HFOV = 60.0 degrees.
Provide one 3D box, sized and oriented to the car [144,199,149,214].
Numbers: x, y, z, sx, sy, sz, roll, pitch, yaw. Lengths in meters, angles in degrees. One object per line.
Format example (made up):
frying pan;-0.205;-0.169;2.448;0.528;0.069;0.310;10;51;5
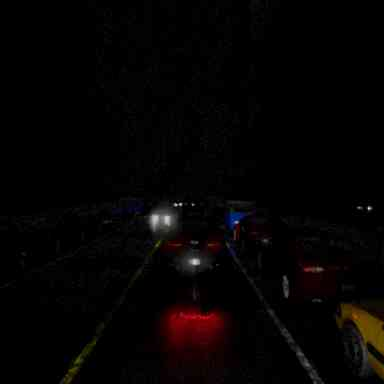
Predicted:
car;-5.761;1.697;36.121;1.802;1.307;4.206;0;0;0

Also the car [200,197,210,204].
car;2.763;1.792;69.745;1.947;1.339;4.313;0;0;0

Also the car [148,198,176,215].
car;-3.098;1.675;34.699;1.994;1.385;4.181;0;0;0

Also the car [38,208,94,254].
car;-5.760;1.588;13.714;1.887;1.381;4.507;0;0;0

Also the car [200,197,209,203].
car;2.763;1.811;75.347;1.947;1.339;4.313;0;0;0

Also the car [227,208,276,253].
car;2.765;1.589;13.723;1.887;1.381;4.507;0;0;0

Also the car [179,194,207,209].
car;0.098;1.330;33.973;2.150;2.045;5.566;0;0;0

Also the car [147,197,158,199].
car;-5.761;1.573;41.724;1.967;1.590;4.097;0;0;0

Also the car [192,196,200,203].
car;0.838;1.766;79.596;1.837;1.490;4.892;0;0;0

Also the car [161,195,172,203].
car;-5.761;1.560;75.334;2.192;1.841;5.009;0;0;0

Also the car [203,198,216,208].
car;2.764;1.715;52.938;1.887;1.381;4.507;0;0;0

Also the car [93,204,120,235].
car;-5.760;1.606;19.317;1.887;1.381;4.507;0;0;0

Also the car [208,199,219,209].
car;2.765;1.643;30.530;1.887;1.381;4.507;0;0;0

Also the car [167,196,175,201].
car;-5.763;1.831;91.968;1.752;1.417;4.829;0;0;0

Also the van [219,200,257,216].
van;2.766;1.403;19.326;1.690;1.788;3.998;0;0;0

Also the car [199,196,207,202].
car;2.763;1.726;86.551;1.967;1.590;4.097;0;0;0

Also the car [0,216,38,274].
car;-5.759;1.466;8.113;1.967;1.590;4.097;0;0;0

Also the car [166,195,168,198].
car;-5.762;1.754;58.528;1.947;1.339;4.313;0;0;0

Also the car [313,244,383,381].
car;2.766;1.535;2.689;1.752;1.417;4.829;0;0;0

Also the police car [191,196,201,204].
police car;0.857;1.651;69.703;1.930;1.638;5.238;0;0;0

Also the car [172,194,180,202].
car;-3.002;1.727;75.100;2.128;1.511;4.902;0;0;0

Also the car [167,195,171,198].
car;-5.761;1.521;64.131;2.192;1.841;5.009;0;0;0

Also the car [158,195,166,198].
car;-5.761;1.610;52.927;1.967;1.590;4.097;0;0;0

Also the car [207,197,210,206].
car;2.765;1.556;36.132;1.967;1.590;4.097;0;0;0

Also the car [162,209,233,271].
car;0.081;1.543;11.019;1.837;1.490;4.892;0;0;0

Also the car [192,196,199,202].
car;0.898;1.808;85.595;1.812;1.442;4.674;0;0;0

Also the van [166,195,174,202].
van;-5.762;1.626;86.537;1.690;1.788;3.998;0;0;0

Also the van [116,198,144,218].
van;-5.760;1.438;30.521;1.690;1.788;3.998;0;0;0

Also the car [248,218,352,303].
car;2.765;1.571;8.122;1.887;1.381;4.507;0;0;0
